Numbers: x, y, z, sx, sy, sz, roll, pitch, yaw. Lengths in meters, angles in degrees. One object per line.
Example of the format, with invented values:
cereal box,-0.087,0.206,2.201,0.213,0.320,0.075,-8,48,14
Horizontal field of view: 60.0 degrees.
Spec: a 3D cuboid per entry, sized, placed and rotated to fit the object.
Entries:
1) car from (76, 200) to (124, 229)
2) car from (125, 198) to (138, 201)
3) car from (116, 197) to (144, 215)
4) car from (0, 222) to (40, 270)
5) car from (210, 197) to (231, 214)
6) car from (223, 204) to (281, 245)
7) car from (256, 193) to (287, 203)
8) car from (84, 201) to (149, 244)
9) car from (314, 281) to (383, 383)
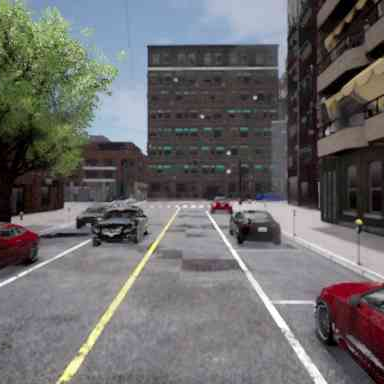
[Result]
car,-5.651,1.414,20.411,1.947,1.339,4.313,1,0,0
car,-5.652,1.357,26.098,2.008,1.369,4.403,1,0,0
car,-5.824,1.292,31.615,1.752,1.417,4.829,1,0,0
car,-5.647,1.514,9.038,1.802,1.307,4.206,1,0,0
car,2.741,1.204,31.841,1.967,1.590,4.097,1,0,0
car,2.698,1.454,14.786,1.947,1.339,4.313,1,0,0
car,12.256,0.857,50.510,5.008,1.535,1.882,-1,-1,1
car,-3.104,1.391,15.185,1.837,1.490,4.892,0,0,0
car,2.701,1.555,3.413,1.802,1.307,4.206,1,0,0
